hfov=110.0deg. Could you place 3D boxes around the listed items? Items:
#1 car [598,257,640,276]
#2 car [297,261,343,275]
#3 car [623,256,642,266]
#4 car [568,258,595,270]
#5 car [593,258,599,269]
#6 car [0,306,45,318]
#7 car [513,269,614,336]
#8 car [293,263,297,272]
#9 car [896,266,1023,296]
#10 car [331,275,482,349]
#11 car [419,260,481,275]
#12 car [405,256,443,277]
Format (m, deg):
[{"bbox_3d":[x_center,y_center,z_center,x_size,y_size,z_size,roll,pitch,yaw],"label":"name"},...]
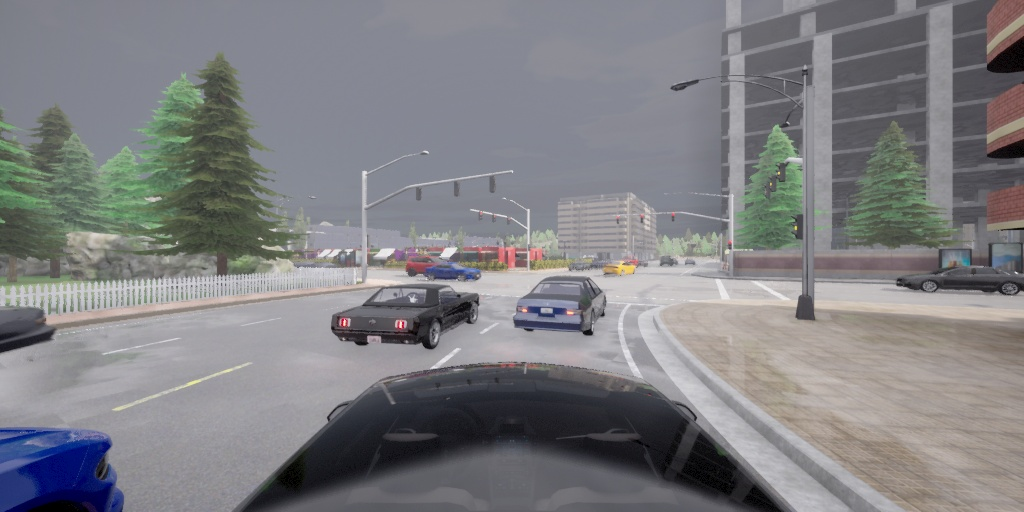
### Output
[{"bbox_3d":[11.199,1.252,37.295,1.882,1.535,5.008,1,2,41],"label":"car"},{"bbox_3d":[-19.622,1.353,37.468,5.357,1.411,2.033,0,0,30],"label":"car"},{"bbox_3d":[18.721,0.972,57.301,2.150,2.045,5.566,0,0,30],"label":"car"},{"bbox_3d":[8.939,1.314,47.202,1.994,1.385,4.181,0,0,30],"label":"car"},{"bbox_3d":[13.270,1.351,54.817,1.895,1.301,4.718,0,0,30],"label":"car"},{"bbox_3d":[-10.218,1.297,4.701,2.033,1.411,5.357,0,0,7],"label":"car"},{"bbox_3d":[1.655,1.297,10.576,2.033,1.411,5.357,0,0,20],"label":"car"},{"bbox_3d":[-25.783,1.353,45.069,5.357,1.411,2.033,0,0,30],"label":"car"},{"bbox_3d":[24.995,1.310,20.017,4.892,1.490,1.837,0,0,30],"label":"car"},{"bbox_3d":[-2.278,1.351,9.211,1.895,1.301,4.718,0,0,11],"label":"car"},{"bbox_3d":[-4.777,1.276,28.896,5.008,1.535,1.882,-1,0,30],"label":"car"},{"bbox_3d":[-7.814,1.026,34.692,5.566,2.045,2.150,0,0,30],"label":"car"}]
